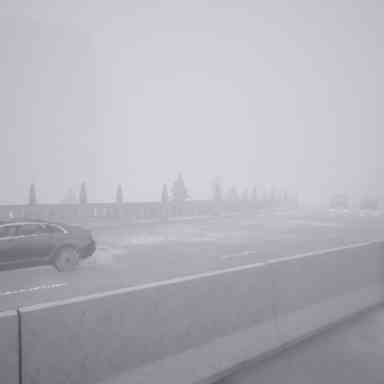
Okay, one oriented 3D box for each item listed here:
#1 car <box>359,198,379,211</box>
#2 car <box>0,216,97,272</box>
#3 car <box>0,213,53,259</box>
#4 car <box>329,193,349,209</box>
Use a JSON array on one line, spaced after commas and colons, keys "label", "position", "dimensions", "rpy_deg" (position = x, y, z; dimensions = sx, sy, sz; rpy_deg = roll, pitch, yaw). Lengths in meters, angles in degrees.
[{"label": "car", "position": [21.799, 1.477, 41.034], "dimensions": [1.882, 1.535, 5.008], "rpy_deg": [0, 0, 26]}, {"label": "car", "position": [-5.108, 1.491, 9.109], "dimensions": [4.902, 1.511, 2.128], "rpy_deg": [0, 0, -37]}, {"label": "car", "position": [-7.390, 1.564, 11.781], "dimensions": [4.181, 1.385, 1.994], "rpy_deg": [0, 0, -37]}, {"label": "car", "position": [20.181, 1.221, 45.619], "dimensions": [2.150, 2.045, 5.566], "rpy_deg": [0, 0, 24]}]
